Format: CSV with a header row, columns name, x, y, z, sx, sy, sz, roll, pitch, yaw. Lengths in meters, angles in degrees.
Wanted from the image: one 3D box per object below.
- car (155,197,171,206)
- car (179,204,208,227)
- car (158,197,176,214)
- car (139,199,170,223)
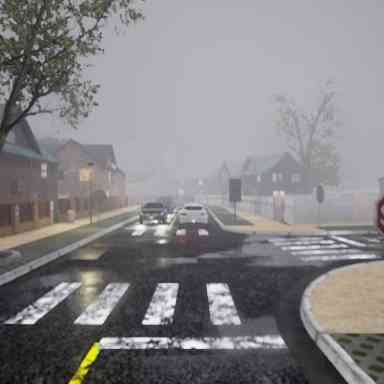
name,x,y,z,sx,sy,sz,roll,pitch,yaw
car,-4.804,1.542,54.148,1.812,1.442,4.674,0,0,-16
car,0.094,1.500,22.280,1.812,1.442,4.674,0,0,0
car,-2.906,1.523,34.164,1.994,1.385,4.181,0,0,-1
car,-2.834,1.496,25.130,1.812,1.442,4.674,0,0,-1
